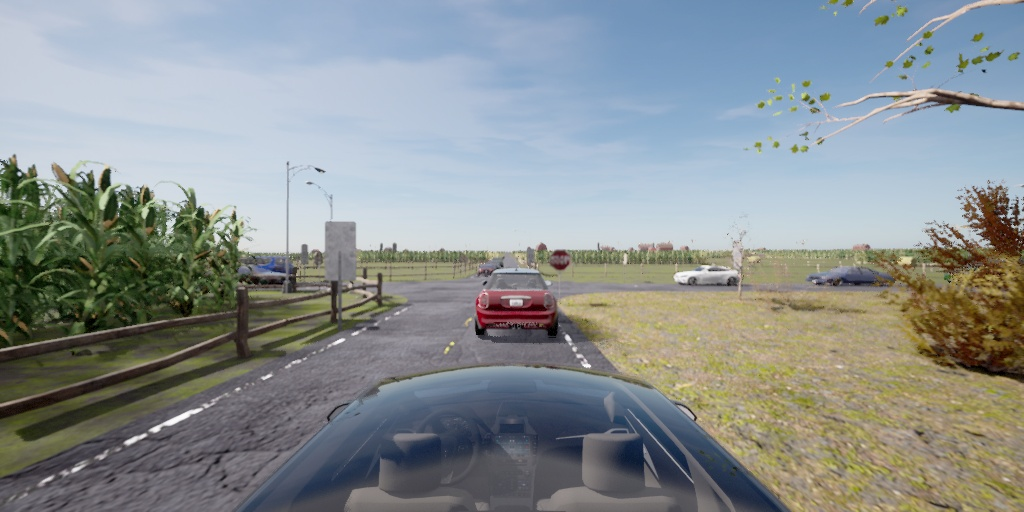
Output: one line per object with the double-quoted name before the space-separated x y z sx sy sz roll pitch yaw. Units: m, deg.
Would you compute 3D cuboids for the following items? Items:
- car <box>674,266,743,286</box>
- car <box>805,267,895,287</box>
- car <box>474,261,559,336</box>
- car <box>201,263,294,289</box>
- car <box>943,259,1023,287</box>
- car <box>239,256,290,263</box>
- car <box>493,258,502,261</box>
"car" 14.522 1.453 26.639 4.674 1.442 1.812 0 0 0
"car" 25.069 1.506 26.658 5.357 1.411 2.033 0 0 0
"car" 0.148 1.154 10.731 2.097 1.767 4.553 0 0 1
"car" -17.376 1.372 23.631 5.357 1.411 2.033 0 0 0
"car" 35.798 1.211 26.660 5.566 2.045 2.150 0 0 1
"car" -19.125 1.044 26.459 5.566 2.045 2.150 0 0 2
"car" -2.809 1.495 53.394 1.837 1.490 4.892 0 0 0
